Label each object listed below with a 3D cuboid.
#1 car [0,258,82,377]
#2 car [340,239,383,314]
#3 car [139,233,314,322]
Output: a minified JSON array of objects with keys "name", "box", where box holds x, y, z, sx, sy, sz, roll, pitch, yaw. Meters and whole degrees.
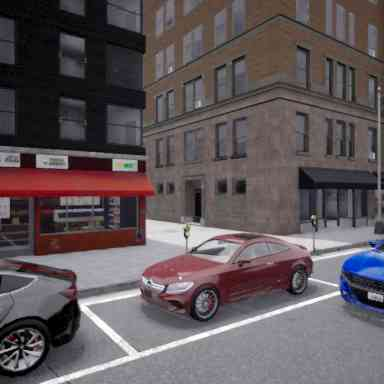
[{"name":"car","box":[-3.564,1.565,3.993,4.313,1.339,1.947,0,0,-35]},{"name":"car","box":[5.109,1.486,7.013,5.008,1.535,1.882,0,0,-35]},{"name":"car","box":[0.917,1.587,7.185,4.206,1.307,1.802,0,0,-35]}]
